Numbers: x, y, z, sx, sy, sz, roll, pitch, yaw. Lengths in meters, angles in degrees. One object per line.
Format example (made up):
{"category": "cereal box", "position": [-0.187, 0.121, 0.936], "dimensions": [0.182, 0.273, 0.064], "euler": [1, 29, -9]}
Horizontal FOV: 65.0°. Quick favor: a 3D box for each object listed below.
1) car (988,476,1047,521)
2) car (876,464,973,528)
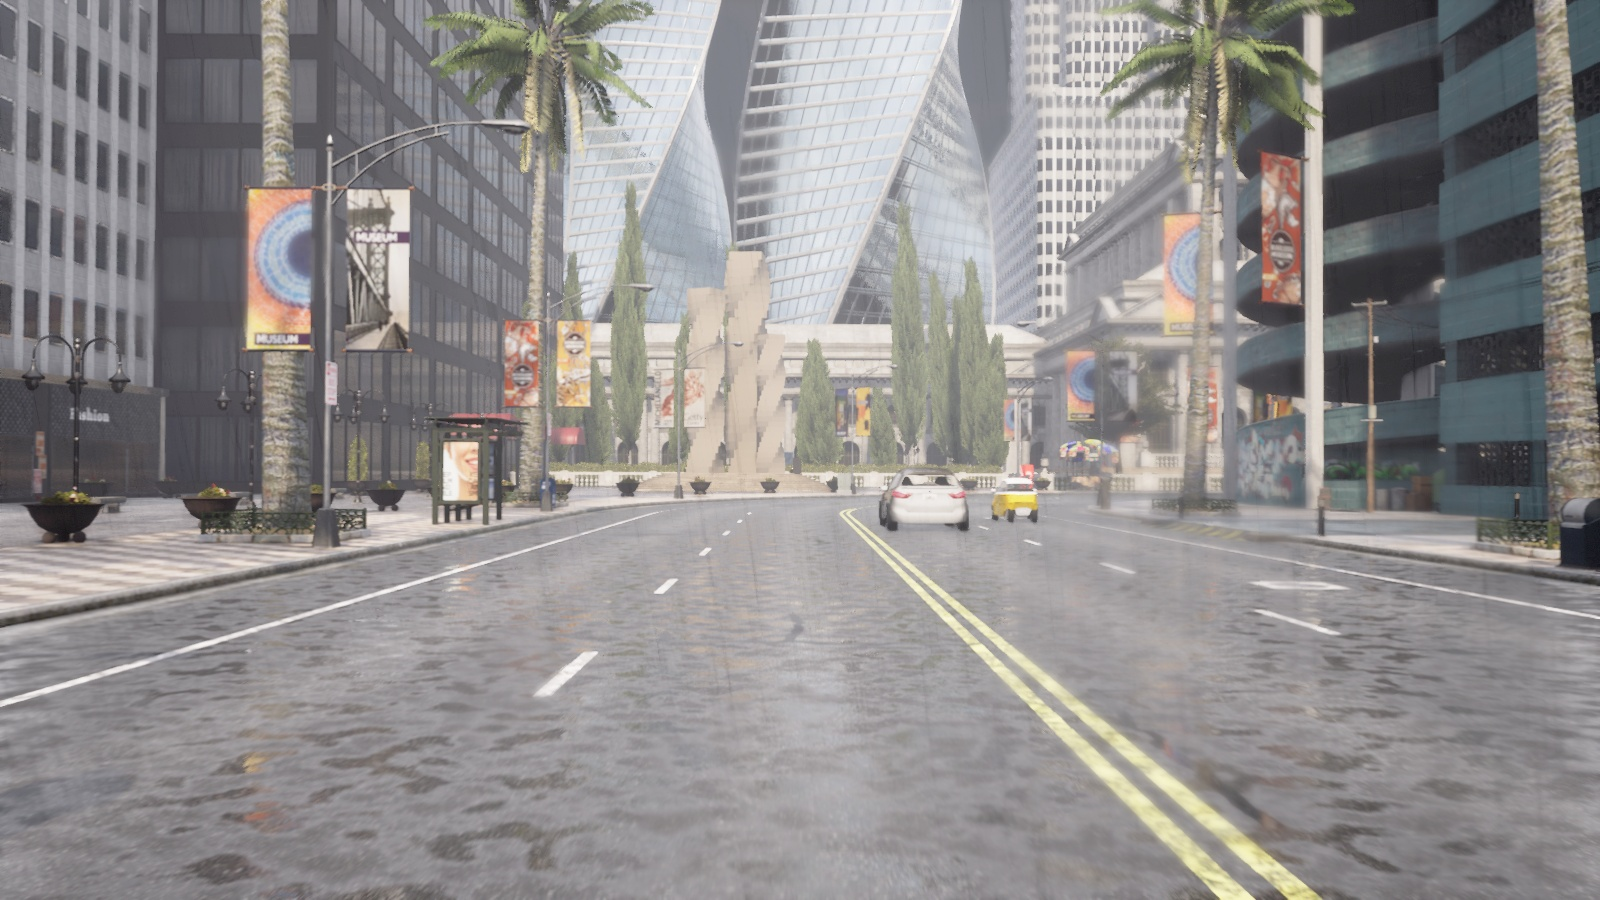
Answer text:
{"category": "car", "position": [6.901, 1.514, 40.009], "dimensions": [1.481, 1.376, 2.207], "euler": [0, -1, 0]}
{"category": "car", "position": [3.409, 1.237, 35.213], "dimensions": [2.242, 1.667, 4.611], "euler": [0, -1, 0]}
